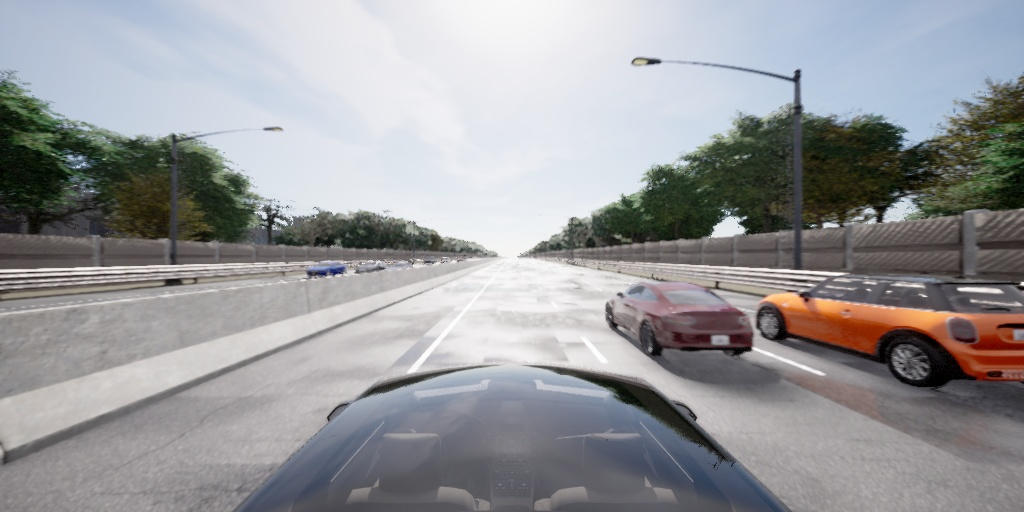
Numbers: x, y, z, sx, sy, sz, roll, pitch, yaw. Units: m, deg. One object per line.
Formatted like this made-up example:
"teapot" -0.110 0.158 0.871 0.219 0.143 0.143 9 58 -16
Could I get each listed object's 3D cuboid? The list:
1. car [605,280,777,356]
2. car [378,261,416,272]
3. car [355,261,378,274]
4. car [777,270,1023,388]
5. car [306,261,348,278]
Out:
"car" 3.604 1.289 8.502 1.812 1.442 4.674 0 0 0
"car" -10.568 1.334 34.294 2.033 1.411 5.357 0 0 0
"car" -14.049 1.277 36.125 2.128 1.511 4.902 0 0 0
"car" 7.103 1.112 7.092 2.097 1.767 4.553 0 0 0
"car" -17.564 1.264 34.251 1.882 1.535 5.008 0 0 0
